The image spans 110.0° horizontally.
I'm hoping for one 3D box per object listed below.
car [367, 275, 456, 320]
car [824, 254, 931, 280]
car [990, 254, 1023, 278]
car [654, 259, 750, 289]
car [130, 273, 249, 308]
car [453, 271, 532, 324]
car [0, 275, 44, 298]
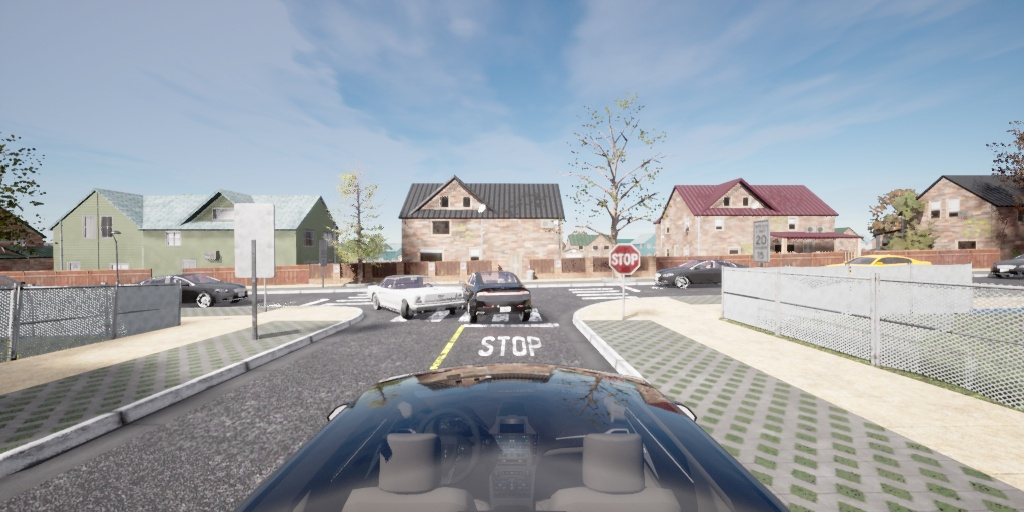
[{"bbox_3d":[-3.602,1.368,12.990,1.895,1.301,4.718,0,0,-38],"label":"car"},{"bbox_3d":[19.762,0.690,19.575,5.008,1.535,1.882,-1,1,-1],"label":"car"},{"bbox_3d":[29.386,0.478,19.612,4.902,1.511,2.128,-1,1,0],"label":"car"},{"bbox_3d":[10.331,0.926,19.539,4.902,1.511,2.128,-1,1,0],"label":"car"},{"bbox_3d":[-14.902,1.566,16.486,4.902,1.511,2.128,-1,1,0],"label":"car"},{"bbox_3d":[-0.685,1.243,12.131,2.128,1.511,4.902,0,0,-12],"label":"car"},{"bbox_3d":[-24.239,1.648,16.446,4.553,1.767,2.097,-1,1,0],"label":"car"}]
